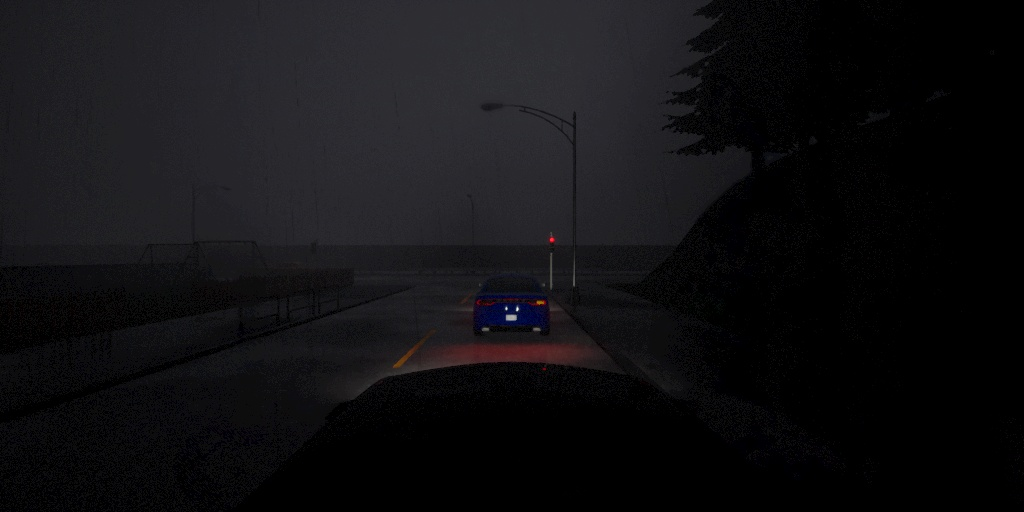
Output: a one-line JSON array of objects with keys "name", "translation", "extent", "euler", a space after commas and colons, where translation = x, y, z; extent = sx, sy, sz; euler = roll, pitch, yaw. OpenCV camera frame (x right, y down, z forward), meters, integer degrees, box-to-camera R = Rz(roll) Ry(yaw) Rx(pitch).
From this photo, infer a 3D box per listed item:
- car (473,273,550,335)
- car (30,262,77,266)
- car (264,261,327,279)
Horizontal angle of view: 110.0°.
[{"name": "car", "translation": [-0.004, 1.228, 10.492], "extent": [1.882, 1.535, 5.008], "euler": [0, 0, 0]}, {"name": "car", "translation": [-38.422, 1.254, 30.511], "extent": [4.892, 1.490, 1.837], "euler": [0, 0, 0]}, {"name": "car", "translation": [-18.348, 1.228, 30.581], "extent": [5.008, 1.535, 1.882], "euler": [0, 0, 0]}]
